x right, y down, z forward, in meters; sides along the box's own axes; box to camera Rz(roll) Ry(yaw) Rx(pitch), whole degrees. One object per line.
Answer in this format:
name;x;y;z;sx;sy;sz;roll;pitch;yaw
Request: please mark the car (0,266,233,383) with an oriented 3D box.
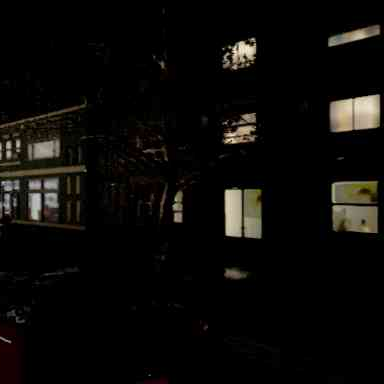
car;-1.540;1.582;3.983;4.206;1.307;1.802;0;-1;36
